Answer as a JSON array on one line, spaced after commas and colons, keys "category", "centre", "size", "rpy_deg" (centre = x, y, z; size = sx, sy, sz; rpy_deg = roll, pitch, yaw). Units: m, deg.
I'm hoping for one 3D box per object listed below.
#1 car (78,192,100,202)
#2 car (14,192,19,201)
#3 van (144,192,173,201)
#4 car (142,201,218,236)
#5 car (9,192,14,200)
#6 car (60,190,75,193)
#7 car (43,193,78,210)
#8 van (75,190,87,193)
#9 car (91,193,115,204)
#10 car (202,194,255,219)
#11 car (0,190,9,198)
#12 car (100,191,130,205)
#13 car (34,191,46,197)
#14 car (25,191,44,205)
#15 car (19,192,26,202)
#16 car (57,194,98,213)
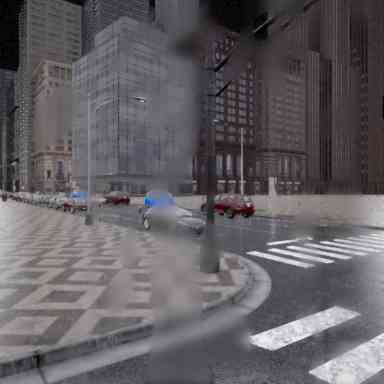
[{"category": "car", "centre": [-13.228, 1.027, 44.352], "size": [1.895, 1.301, 4.718], "rpy_deg": [0, 1, -36]}, {"category": "car", "centre": [-26.377, 0.702, 52.543], "size": [1.967, 1.590, 4.097], "rpy_deg": [1, 0, -36]}, {"category": "van", "centre": [-3.577, 0.930, 35.266], "size": [1.690, 1.788, 3.998], "rpy_deg": [1, 0, -35]}, {"category": "car", "centre": [-1.015, 1.366, 16.991], "size": [2.008, 1.369, 4.403], "rpy_deg": [1, 0, -35]}, {"category": "car", "centre": [-29.550, 0.748, 56.987], "size": [1.887, 1.381, 4.507], "rpy_deg": [1, 0, -36]}, {"category": "car", "centre": [-21.860, 0.778, 56.445], "size": [1.812, 1.442, 4.674], "rpy_deg": [0, 1, -35]}, {"category": "car", "centre": [-13.696, 1.074, 34.766], "size": [2.008, 1.369, 4.403], "rpy_deg": [1, 0, -35]}, {"category": "van", "centre": [-19.433, 0.598, 57.489], "size": [1.690, 1.788, 3.998], "rpy_deg": [1, 0, -35]}, {"category": "car", "centre": [-13.094, 0.934, 48.600], "size": [2.008, 1.369, 4.403], "rpy_deg": [1, 0, -35]}, {"category": "car", "centre": [2.765, 1.049, 26.377], "size": [2.192, 1.841, 5.009], "rpy_deg": [1, 0, -35]}, {"category": "car", "centre": [-39.062, 0.611, 70.319], "size": [1.947, 1.339, 4.313], "rpy_deg": [1, 0, -36]}, {"category": "car", "centre": [-9.919, 0.765, 44.155], "size": [2.192, 1.841, 5.009], "rpy_deg": [1, 0, -35]}, {"category": "car", "centre": [-38.461, 0.495, 84.155], "size": [1.887, 1.381, 4.507], "rpy_deg": [0, 0, -36]}, {"category": "car", "centre": [-20.038, 0.940, 43.655], "size": [2.008, 1.369, 4.403], "rpy_deg": [1, 0, -36]}, {"category": "car", "centre": [-23.209, 0.875, 48.100], "size": [2.008, 1.369, 4.403], "rpy_deg": [1, 0, -35]}, {"category": "car", "centre": [-10.526, 1.139, 30.323], "size": [1.887, 1.381, 4.507], "rpy_deg": [1, 0, -35]}]
